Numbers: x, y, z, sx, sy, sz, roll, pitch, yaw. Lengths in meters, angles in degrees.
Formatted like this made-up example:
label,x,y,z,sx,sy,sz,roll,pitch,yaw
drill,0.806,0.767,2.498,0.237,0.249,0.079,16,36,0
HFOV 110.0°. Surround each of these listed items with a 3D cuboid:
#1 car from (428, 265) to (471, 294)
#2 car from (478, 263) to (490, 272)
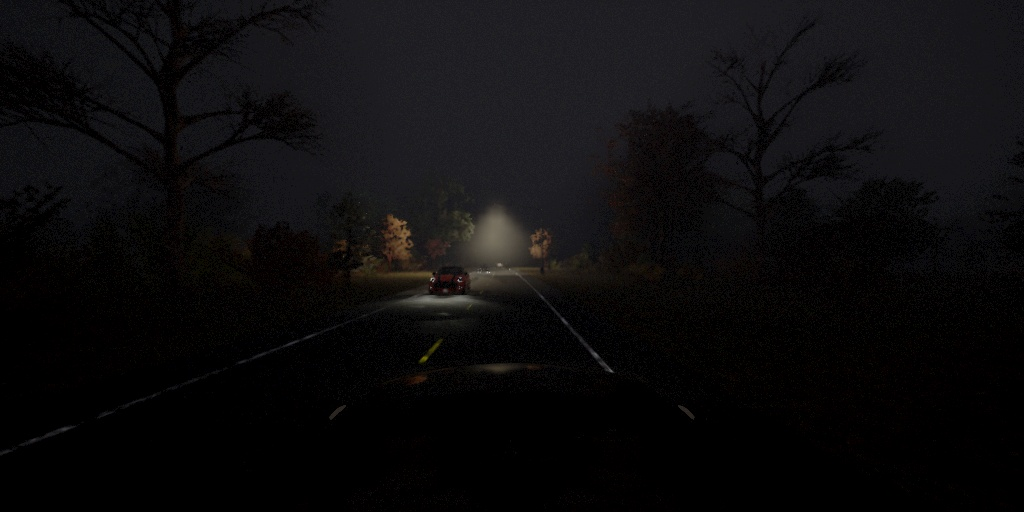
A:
label,x,y,z,sx,sy,sz,roll,pitch,yaw
car,-3.772,1.376,22.355,2.097,1.767,4.553,0,-1,-1
car,-4.942,2.068,63.419,1.837,1.490,4.892,0,-1,-2
